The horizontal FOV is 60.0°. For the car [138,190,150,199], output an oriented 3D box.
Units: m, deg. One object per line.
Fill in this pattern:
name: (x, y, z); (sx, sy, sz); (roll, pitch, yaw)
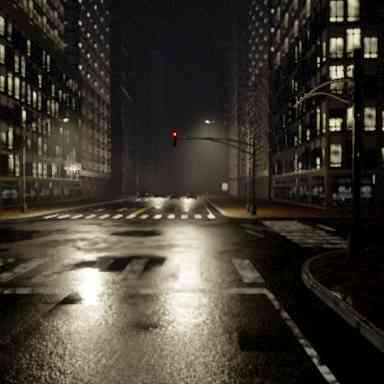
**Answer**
car: (-9.757, 0.425, 67.907); (2.097, 1.767, 4.553); (0, 1, 0)

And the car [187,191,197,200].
car: (-0.006, 0.730, 63.713); (2.033, 1.411, 5.357); (0, 1, 0)

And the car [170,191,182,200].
car: (-3.257, 0.735, 63.296); (2.033, 1.411, 5.357); (0, 1, 0)

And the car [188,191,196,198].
car: (-0.007, 0.515, 74.159); (1.895, 1.301, 4.718); (0, 1, 0)

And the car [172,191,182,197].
car: (-3.258, 0.461, 73.711); (1.994, 1.385, 4.181); (0, 1, 0)

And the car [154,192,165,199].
car: (-6.507, 0.740, 67.881); (1.994, 1.385, 4.181); (0, 1, 0)
